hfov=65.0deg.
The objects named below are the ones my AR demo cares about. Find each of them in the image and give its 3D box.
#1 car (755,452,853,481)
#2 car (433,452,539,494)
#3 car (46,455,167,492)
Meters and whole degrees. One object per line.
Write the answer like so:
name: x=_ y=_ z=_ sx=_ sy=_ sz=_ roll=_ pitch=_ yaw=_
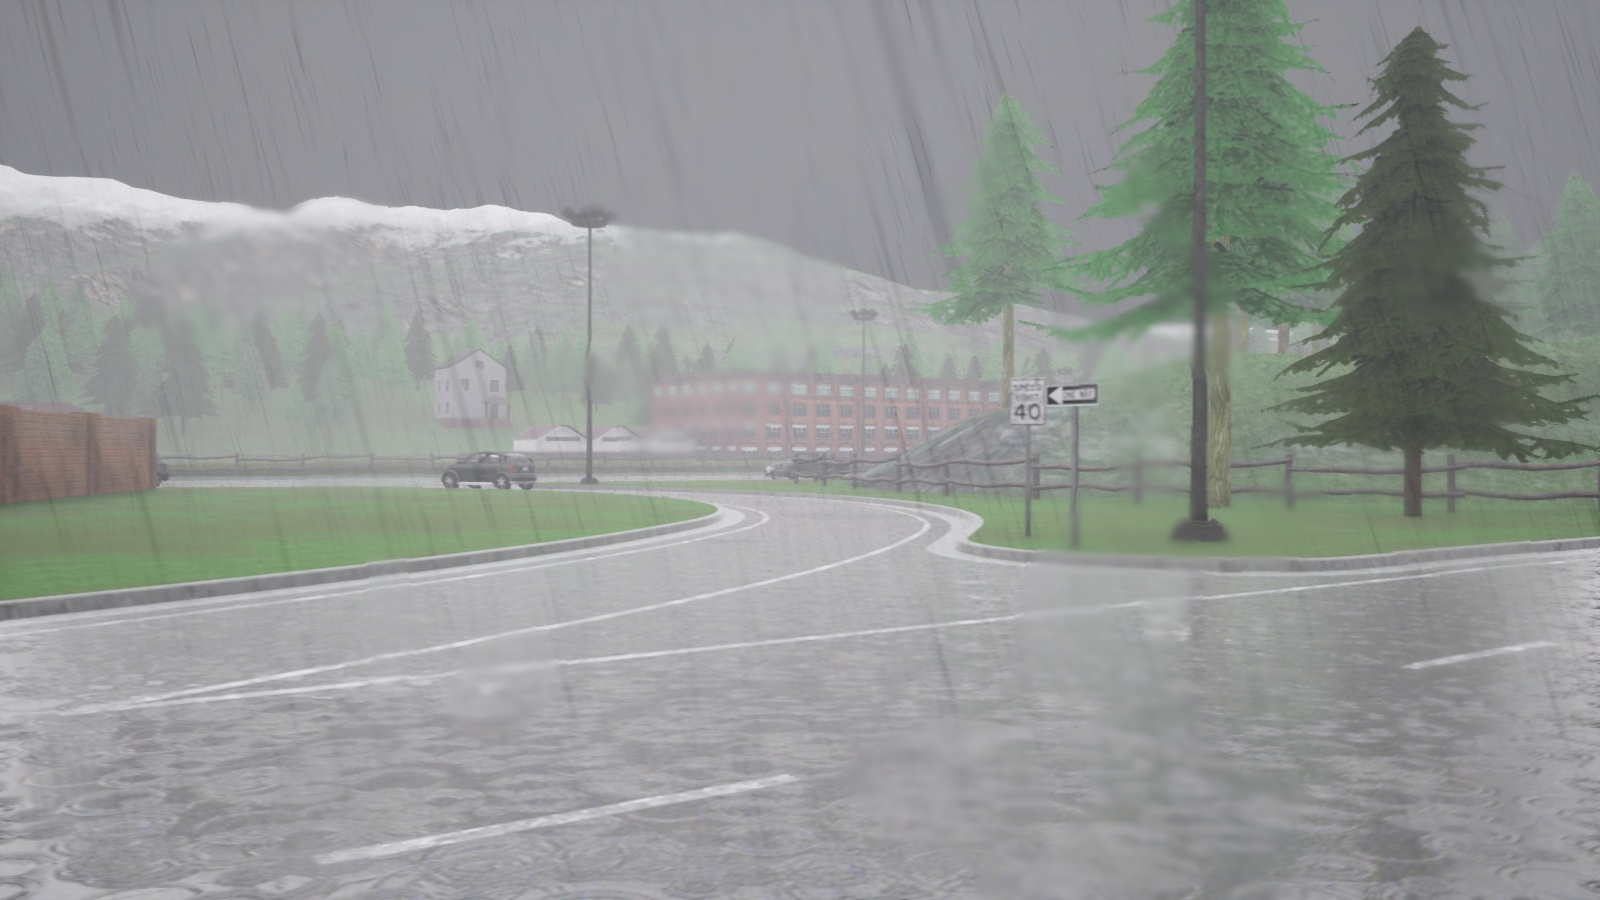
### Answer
car: x=0.254 y=0.865 z=67.290 sx=4.902 sy=1.511 sz=2.128 roll=0 pitch=0 yaw=-35
car: x=-12.285 y=0.872 z=49.072 sx=3.705 sy=1.549 sz=1.789 roll=0 pitch=0 yaw=24
car: x=-28.503 y=0.945 z=51.642 sx=4.193 sy=1.474 sz=1.816 roll=0 pitch=0 yaw=-35
